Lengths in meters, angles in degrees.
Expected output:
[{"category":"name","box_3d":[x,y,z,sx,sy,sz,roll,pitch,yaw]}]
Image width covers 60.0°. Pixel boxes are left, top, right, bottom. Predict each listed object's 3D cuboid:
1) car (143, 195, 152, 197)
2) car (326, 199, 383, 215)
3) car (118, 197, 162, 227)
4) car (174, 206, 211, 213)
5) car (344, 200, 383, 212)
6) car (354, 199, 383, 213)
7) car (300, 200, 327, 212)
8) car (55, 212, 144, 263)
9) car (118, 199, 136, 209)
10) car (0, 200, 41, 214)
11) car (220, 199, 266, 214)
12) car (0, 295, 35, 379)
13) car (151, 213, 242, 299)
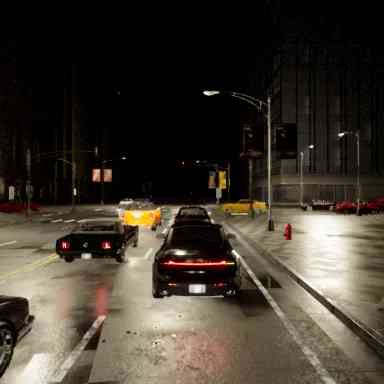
[{"category":"car","box_3d":[-9.645,1.603,71.837,2.150,2.045,5.566,0,0,0]},{"category":"car","box_3d":[15.361,1.577,31.336,4.206,1.307,1.802,0,0,-1]},{"category":"car","box_3d":[-3.118,1.396,21.065,2.097,1.767,4.553,0,0,0]},{"category":"car","box_3d":[0.026,1.510,17.954,1.882,1.535,5.008,0,0,0]},{"category":"car","box_3d":[20.884,1.644,39.940,4.313,1.339,1.947,0,0,-1]},{"category":"car","box_3d":[21.046,1.523,37.187,5.008,1.535,1.882,0,-1,-1]},{"category":"car","box_3d":[15.244,1.663,39.860,4.313,1.339,1.947,0,0,-1]},{"category":"car","box_3d":[-3.131,1.615,12.071,1.895,1.301,4.718,0,0,0]},{"category":"car","box_3d":[-9.769,1.746,50.474,1.812,1.442,4.674,0,0,0]},{"category":"car","box_3d":[-19.295,1.678,36.623,5.008,1.535,1.882,0,-1,0]},{"category":"car","box_3d":[5.624,1.576,36.966,5.008,1.535,1.882,0,-1,-1]},{"category":"car","box_3d":[-3.154,1.548,2.284,2.033,1.411,5.357,0,0,0]},{"category":"car","box_3d":[0.110,1.512,8.462,1.837,1.490,4.892,0,0,0]}]
